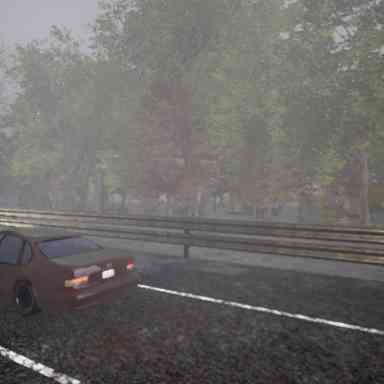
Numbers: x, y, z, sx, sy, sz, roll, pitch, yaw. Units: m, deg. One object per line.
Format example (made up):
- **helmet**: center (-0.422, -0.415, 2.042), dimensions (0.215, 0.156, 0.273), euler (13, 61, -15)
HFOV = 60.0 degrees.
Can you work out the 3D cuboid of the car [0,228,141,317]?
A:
- **car**: center (-3.647, 1.521, 7.357), dimensions (5.357, 1.411, 2.033), euler (0, 0, 32)
